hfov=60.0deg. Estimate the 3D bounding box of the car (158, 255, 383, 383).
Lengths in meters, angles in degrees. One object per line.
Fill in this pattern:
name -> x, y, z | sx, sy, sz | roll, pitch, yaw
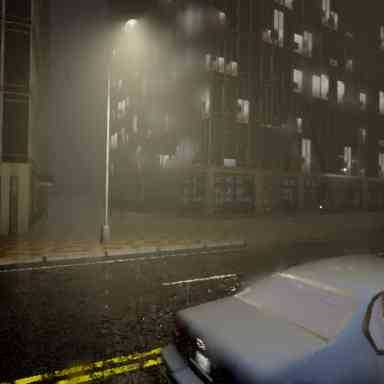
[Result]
car -> 2.327, 1.547, 4.073 | 5.357, 1.411, 2.033 | 0, 0, -27
